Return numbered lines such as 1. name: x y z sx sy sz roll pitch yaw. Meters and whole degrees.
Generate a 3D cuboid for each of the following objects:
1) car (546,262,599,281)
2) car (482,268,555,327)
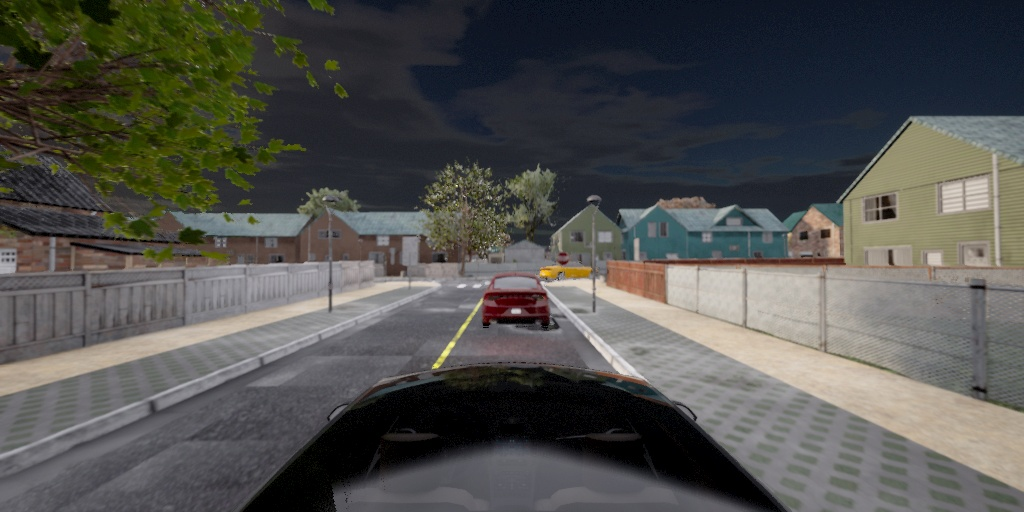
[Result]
1. car: 4.721 1.225 28.963 5.008 1.535 1.882 -1 -4 -25
2. car: 0.102 1.261 11.672 1.882 1.535 5.008 0 0 0
